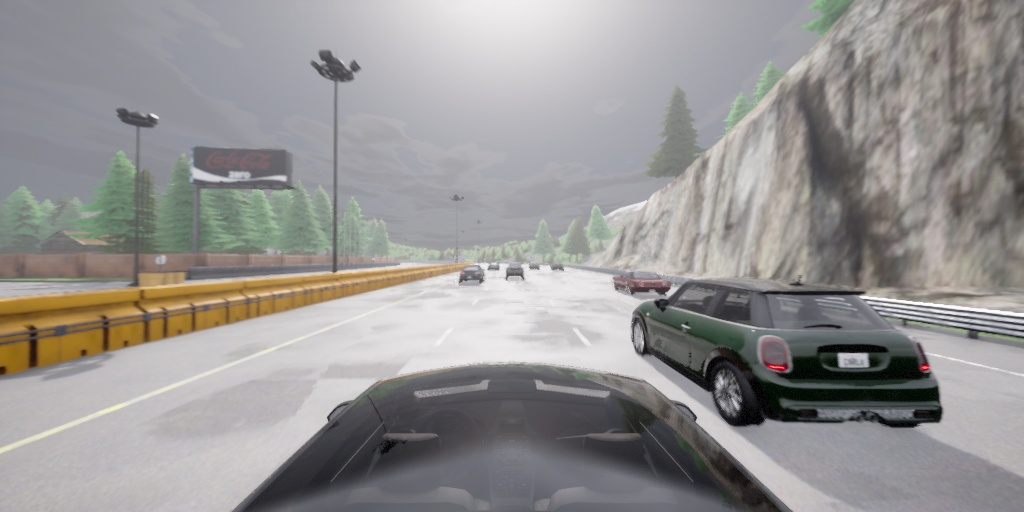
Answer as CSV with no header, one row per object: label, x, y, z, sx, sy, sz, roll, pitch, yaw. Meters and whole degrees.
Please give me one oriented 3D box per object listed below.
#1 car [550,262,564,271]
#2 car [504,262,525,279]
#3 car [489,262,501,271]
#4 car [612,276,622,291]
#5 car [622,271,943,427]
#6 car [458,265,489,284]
car,7.457,1.717,59.910,1.837,1.490,4.892,0,-1,0
car,0.294,1.526,36.348,1.837,1.490,4.892,0,0,0
car,-3.031,1.773,61.292,1.994,1.385,4.181,0,0,0
car,7.168,1.506,20.446,1.895,1.301,4.718,0,0,1
car,3.611,1.140,5.913,2.097,1.767,4.553,0,0,0
car,-3.248,1.490,29.869,1.812,1.442,4.674,0,-1,0
